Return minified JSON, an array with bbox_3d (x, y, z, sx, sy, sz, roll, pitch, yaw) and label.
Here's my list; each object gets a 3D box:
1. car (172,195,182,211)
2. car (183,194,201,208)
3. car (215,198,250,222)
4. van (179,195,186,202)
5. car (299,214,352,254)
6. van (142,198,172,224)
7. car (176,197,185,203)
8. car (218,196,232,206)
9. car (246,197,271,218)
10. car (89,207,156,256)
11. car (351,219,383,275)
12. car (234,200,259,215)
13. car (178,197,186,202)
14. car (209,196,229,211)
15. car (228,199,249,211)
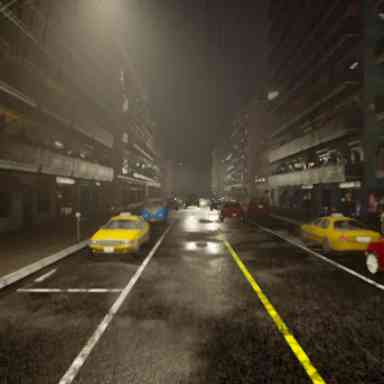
[{"bbox_3d":[-2.611,1.497,41.569,1.967,1.590,4.097,0,0,0],"label":"car"},{"bbox_3d":[0.101,1.305,49.894,2.150,2.045,5.566,0,0,0],"label":"car"},{"bbox_3d":[3.111,1.512,26.719,1.882,1.535,5.008,0,0,1],"label":"car"},{"bbox_3d":[-2.519,1.561,86.865,1.690,1.788,3.998,0,0,0],"label":"van"},{"bbox_3d":[5.712,1.544,13.390,1.752,1.417,4.829,0,0,0],"label":"car"},{"bbox_3d":[-2.646,1.360,24.584,1.690,1.788,3.998,0,0,0],"label":"van"},{"bbox_3d":[-2.541,1.751,75.540,1.802,1.307,4.206,0,0,0],"label":"car"},{"bbox_3d":[5.804,1.561,58.514,1.967,1.590,4.097,0,0,0],"label":"car"},{"bbox_3d":[5.746,1.361,30.204,2.192,1.841,5.009,0,0,0],"label":"car"},{"bbox_3d":[-2.669,1.528,13.090,1.752,1.417,4.829,0,0,0],"label":"car"},{"bbox_3d":[5.700,1.558,7.562,1.887,1.381,4.507,0,0,0],"label":"car"},{"bbox_3d":[5.758,1.610,35.866,2.008,1.369,4.403,0,0,0],"label":"car"},{"bbox_3d":[-2.529,1.776,81.201,1.802,1.307,4.206,0,0,0],"label":"car"},{"bbox_3d":[3.116,1.558,40.954,2.128,1.511,4.902,0,0,1],"label":"car"},{"bbox_3d":[5.770,1.623,41.528,2.008,1.369,4.403,0,0,0],"label":"car"}]
